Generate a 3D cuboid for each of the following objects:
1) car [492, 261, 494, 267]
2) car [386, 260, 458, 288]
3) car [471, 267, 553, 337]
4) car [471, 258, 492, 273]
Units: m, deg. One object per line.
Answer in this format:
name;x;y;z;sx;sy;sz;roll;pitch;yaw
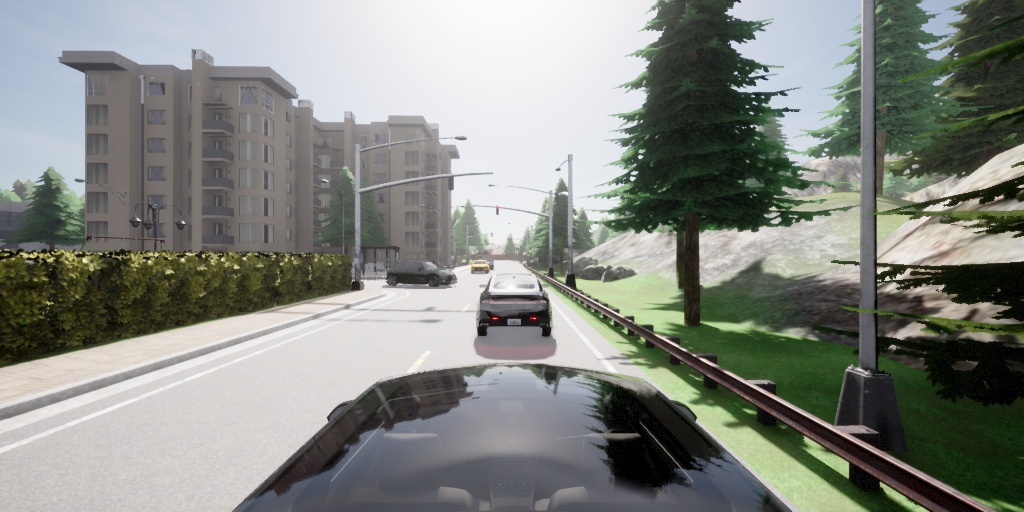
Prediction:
car;-3.707;1.102;51.932;2.097;1.767;4.553;0;0;0
car;-5.832;1.093;23.411;4.553;1.767;2.097;0;0;19
car;0.058;1.242;10.331;2.128;1.511;4.902;0;0;0
car;-3.693;1.227;42.321;1.882;1.535;5.008;0;0;0
